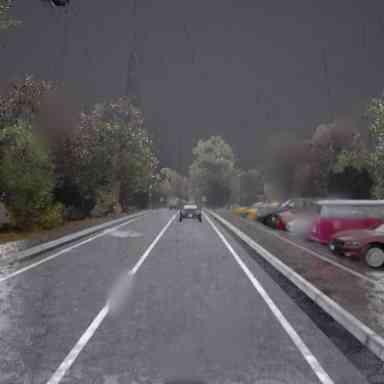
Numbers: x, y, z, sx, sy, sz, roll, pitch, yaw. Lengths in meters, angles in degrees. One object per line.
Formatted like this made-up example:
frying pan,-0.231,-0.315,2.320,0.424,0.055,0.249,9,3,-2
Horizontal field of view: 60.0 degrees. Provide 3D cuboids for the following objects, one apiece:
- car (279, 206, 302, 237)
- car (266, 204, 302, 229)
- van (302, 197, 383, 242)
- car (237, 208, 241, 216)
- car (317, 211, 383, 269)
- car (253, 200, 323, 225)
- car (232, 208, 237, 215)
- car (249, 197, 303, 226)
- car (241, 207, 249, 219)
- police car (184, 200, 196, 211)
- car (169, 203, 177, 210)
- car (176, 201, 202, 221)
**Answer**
car,6.997,1.589,16.294,4.674,1.452,2.002,0,0,0
car,7.011,1.595,19.070,4.792,1.488,2.163,0,0,0
van,7.124,1.307,13.520,4.442,1.987,1.878,0,0,0
car,6.935,1.659,30.167,4.892,1.521,2.231,0,-1,0
car,7.025,1.516,10.742,5.008,1.535,2.097,0,0,0
car,6.987,1.476,24.619,4.553,1.767,2.185,0,0,0
car,6.731,1.695,32.934,5.366,1.575,1.946,0,-1,0
car,6.940,1.331,21.848,5.566,2.045,2.435,0,0,0
car,6.949,1.626,27.395,5.008,1.535,2.097,0,0,0
police car,-0.277,2.215,54.360,1.930,1.638,5.238,0,-2,0
car,-3.601,2.835,67.297,2.033,1.411,5.357,0,-2,0
car,-0.112,1.703,28.482,1.812,1.442,4.674,0,-1,0
